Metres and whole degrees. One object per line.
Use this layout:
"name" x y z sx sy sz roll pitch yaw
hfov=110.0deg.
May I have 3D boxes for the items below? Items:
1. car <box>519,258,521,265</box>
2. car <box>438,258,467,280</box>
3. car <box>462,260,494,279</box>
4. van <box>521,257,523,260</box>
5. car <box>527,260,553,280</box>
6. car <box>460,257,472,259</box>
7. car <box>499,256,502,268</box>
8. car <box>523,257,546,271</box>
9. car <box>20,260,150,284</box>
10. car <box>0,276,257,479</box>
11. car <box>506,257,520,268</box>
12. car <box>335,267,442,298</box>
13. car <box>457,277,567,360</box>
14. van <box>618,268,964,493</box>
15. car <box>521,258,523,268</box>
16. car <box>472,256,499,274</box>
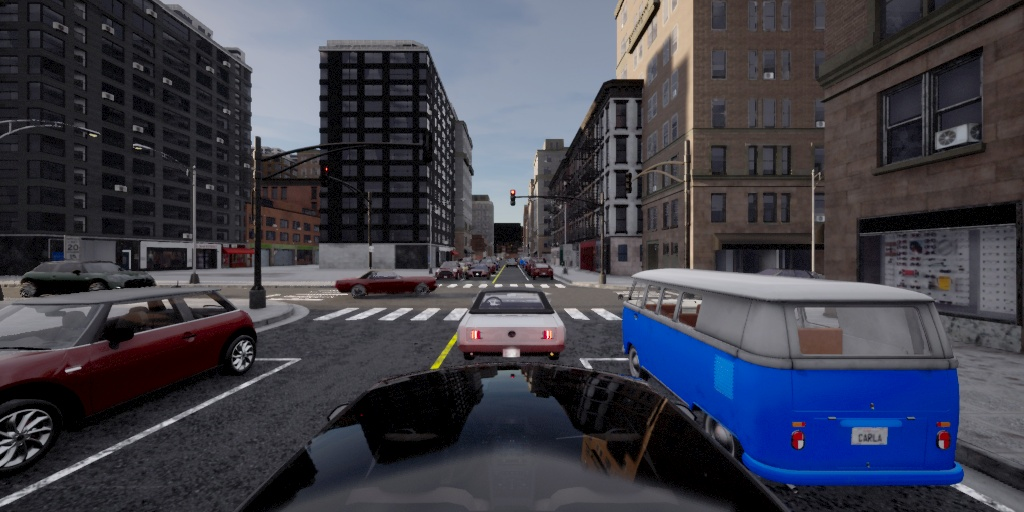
"car" 2.549 1.309 58.421 1.948 1.339 4.313 0 0 0
"car" -5.433 1.188 31.361 1.967 1.591 4.097 0 0 0
"car" -2.896 1.313 31.537 1.994 1.385 4.181 0 0 -1
"van" 2.558 1.086 53.012 1.690 1.789 3.998 0 0 0
"car" 2.592 1.294 31.374 1.888 1.381 4.507 0 0 0
"car" -5.450 1.063 42.180 2.192 1.841 5.009 0 0 0
"car" -2.910 1.099 49.032 2.097 1.767 4.553 0 0 0
"car" 2.584 1.063 36.783 2.192 1.841 5.009 0 0 0
"car" -19.530 1.003 16.692 4.553 1.767 2.097 0 0 0
"car" -5.390 1.190 4.481 1.967 1.591 4.097 0 0 0
"car" -0.004 1.306 62.329 1.994 1.385 4.181 0 0 1
"car" -6.133 1.326 17.932 4.718 1.301 1.895 0 0 -18
"car" -0.008 1.351 8.278 1.895 1.301 4.718 0 0 0
"van" 2.635 1.091 4.493 1.690 1.789 3.998 0 0 0
"car" 2.566 1.292 47.602 1.888 1.381 4.507 0 0 0
"car" -2.892 1.100 40.157 2.097 1.767 4.553 0 0 0
